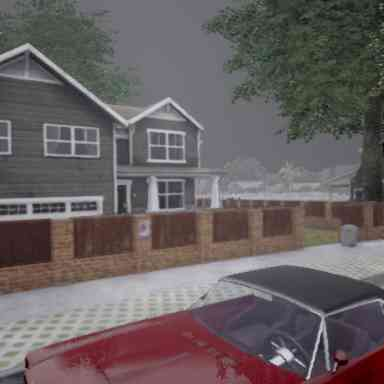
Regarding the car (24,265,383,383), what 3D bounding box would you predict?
[{"bbox_3d":[0.819,1.576,3.385,4.718,1.301,1.895,-1,0,-33],"label":"car"}]
